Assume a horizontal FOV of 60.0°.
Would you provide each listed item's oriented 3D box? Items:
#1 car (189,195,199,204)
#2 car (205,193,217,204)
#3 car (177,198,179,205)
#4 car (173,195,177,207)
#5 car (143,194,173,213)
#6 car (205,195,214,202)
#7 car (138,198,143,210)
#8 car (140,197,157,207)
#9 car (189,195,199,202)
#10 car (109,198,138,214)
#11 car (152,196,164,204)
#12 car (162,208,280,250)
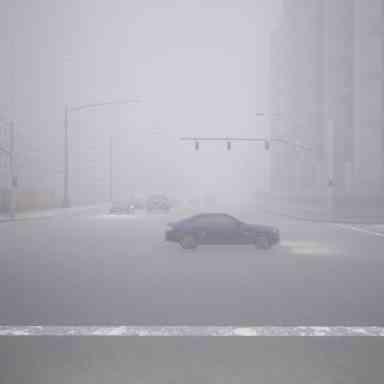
[{"bbox_3d":[0.357,1.564,65.462,1.994,1.385,4.181,0,0,1],"label":"car"},{"bbox_3d":[3.748,1.221,64.811,2.150,2.045,5.566,0,0,1],"label":"car"},{"bbox_3d":[-3.430,1.352,57.649,2.097,1.767,4.553,0,0,1],"label":"car"},{"bbox_3d":[-3.595,1.505,47.494,1.837,1.490,4.892,0,0,1],"label":"car"},{"bbox_3d":[-3.736,1.221,37.577,2.150,2.045,5.566,0,0,1],"label":"car"},{"bbox_3d":[3.908,1.415,75.424,1.837,1.490,4.892,0,0,1],"label":"car"},{"bbox_3d":[-7.158,1.478,43.822,1.882,1.535,5.008,0,0,1],"label":"car"},{"bbox_3d":[-6.998,1.564,53.740,1.994,1.385,4.181,0,0,1],"label":"car"},{"bbox_3d":[0.407,1.524,75.336,2.128,1.511,4.902,0,0,1],"label":"car"},{"bbox_3d":[-7.277,1.564,34.995,1.994,1.385,4.181,0,0,1],"label":"car"},{"bbox_3d":[-6.770,1.526,65.823,1.812,1.442,4.674,0,0,1],"label":"car"},{"bbox_3d":[1.183,1.526,13.611,4.674,1.442,1.812,0,0,0],"label":"car"}]
